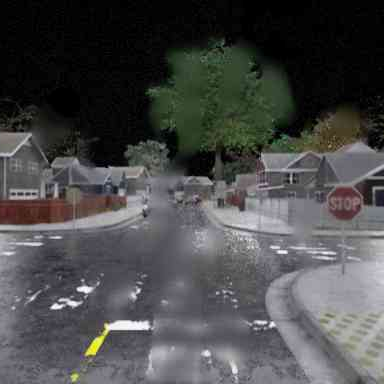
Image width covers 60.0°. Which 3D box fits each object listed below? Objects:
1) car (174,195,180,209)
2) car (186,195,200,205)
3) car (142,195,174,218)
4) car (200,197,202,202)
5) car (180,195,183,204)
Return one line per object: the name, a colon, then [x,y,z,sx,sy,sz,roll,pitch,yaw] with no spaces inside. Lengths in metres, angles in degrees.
car: [-2.910,1.195,42.017,2.097,1.767,4.553,0,0,-1]
car: [-0.081,1.391,56.752,2.033,1.411,5.357,0,0,1]
car: [-2.888,1.195,28.001,2.097,1.767,4.553,0,0,0]
car: [0.806,1.348,67.350,1.882,1.535,5.008,0,0,12]
car: [-2.663,1.362,61.106,1.837,1.490,4.892,0,0,4]
